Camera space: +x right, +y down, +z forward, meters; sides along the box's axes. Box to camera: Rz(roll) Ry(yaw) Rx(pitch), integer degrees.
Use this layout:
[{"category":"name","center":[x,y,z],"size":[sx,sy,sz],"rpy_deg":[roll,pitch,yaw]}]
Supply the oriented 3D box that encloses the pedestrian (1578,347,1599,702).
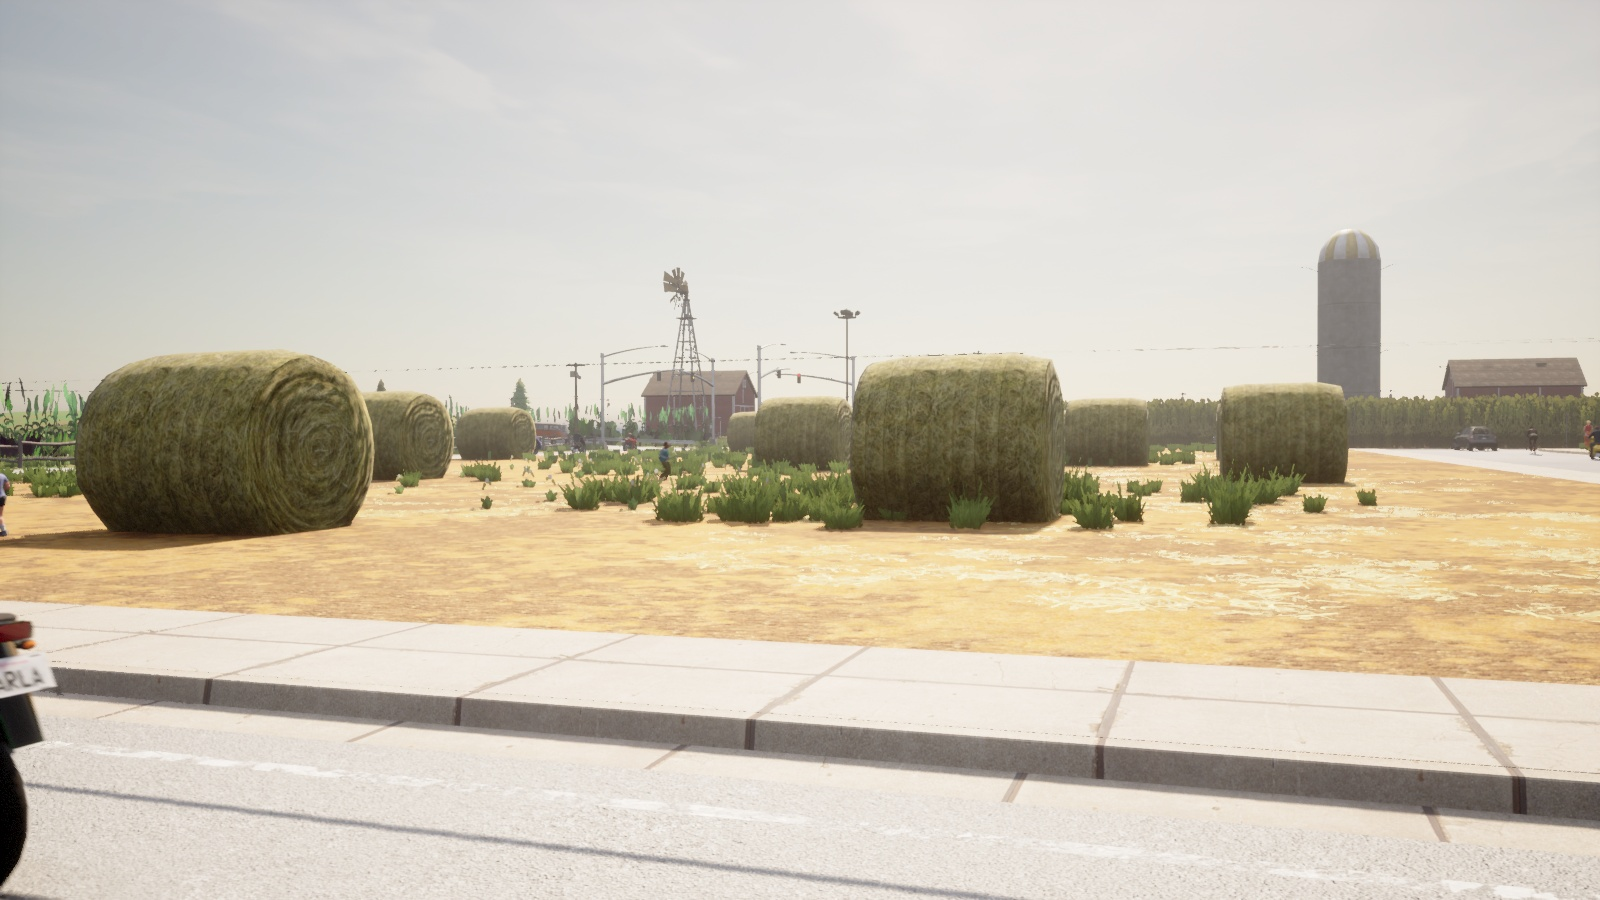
[{"category":"pedestrian","center":[4.494,0.387,6.538],"size":[0.726,1.842,0.402],"rpy_deg":[1,1,30]}]

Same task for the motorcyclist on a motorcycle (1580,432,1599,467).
[{"category":"motorcyclist on a motorcycle","center":[37.146,-0.045,58.565],"size":[0.866,1.590,1.817],"rpy_deg":[1,1,18]}]

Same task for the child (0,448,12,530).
[{"category":"child","center":[-10.968,0.527,17.110],"size":[0.394,1.110,0.255],"rpy_deg":[1,1,35]}]

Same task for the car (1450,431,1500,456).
[{"category":"car","center":[44.655,-0.459,83.178],"size":[1.851,1.617,3.988],"rpy_deg":[0,1,11]}]

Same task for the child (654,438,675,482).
[{"category":"child","center":[-3.720,0.265,34.539],"size":[0.448,1.192,0.343],"rpy_deg":[1,1,27]}]

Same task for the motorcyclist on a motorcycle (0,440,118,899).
[{"category":"motorcyclist on a motorcycle","center":[-3.501,0.726,4.371],"size":[2.044,1.523,0.797],"rpy_deg":[1,1,19]}]
